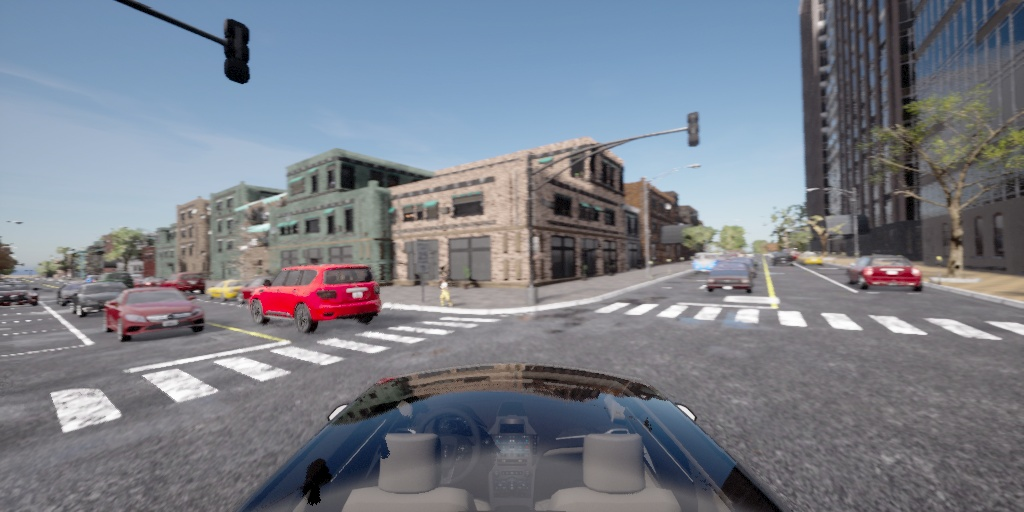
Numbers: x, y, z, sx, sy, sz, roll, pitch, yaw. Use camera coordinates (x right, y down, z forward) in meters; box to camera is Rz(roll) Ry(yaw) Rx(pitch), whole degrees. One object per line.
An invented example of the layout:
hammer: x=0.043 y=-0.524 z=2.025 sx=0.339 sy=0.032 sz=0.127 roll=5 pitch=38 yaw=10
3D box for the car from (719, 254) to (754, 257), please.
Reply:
car: x=16.899 y=0.809 z=26.482 sx=2.033 sy=1.411 sz=5.357 roll=-2 pitch=0 yaw=35

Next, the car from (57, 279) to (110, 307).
car: x=-28.898 y=2.506 z=24.012 sx=5.357 sy=1.411 sz=2.033 roll=-2 pitch=-1 yaw=36

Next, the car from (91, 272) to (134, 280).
car: x=-38.757 y=2.666 z=34.986 sx=5.566 sy=2.045 sz=2.150 roll=-2 pitch=-1 yaw=35

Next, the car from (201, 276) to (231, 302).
car: x=-18.568 y=2.178 z=23.735 sx=4.829 sy=1.417 sz=1.751 roll=0 pitch=0 yaw=36

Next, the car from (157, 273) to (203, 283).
car: x=-27.450 y=2.346 z=30.088 sx=5.009 sy=1.841 sz=2.192 roll=0 pitch=0 yaw=36

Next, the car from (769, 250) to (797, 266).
car: x=30.573 y=0.368 z=40.555 sx=1.837 sy=1.490 sz=4.892 roll=-2 pitch=0 yaw=35

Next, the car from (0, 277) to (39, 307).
car: x=-32.323 y=2.483 z=23.271 sx=4.097 sy=1.591 sz=1.967 roll=0 pitch=0 yaw=36

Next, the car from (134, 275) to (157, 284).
car: x=-36.469 y=2.849 z=36.541 sx=4.097 sy=1.591 sz=1.967 roll=0 pitch=0 yaw=36

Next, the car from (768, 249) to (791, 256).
car: x=36.313 y=0.189 z=48.987 sx=2.128 sy=1.511 sz=4.902 roll=-2 pitch=0 yaw=35

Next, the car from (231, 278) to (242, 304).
car: x=-13.919 y=1.904 z=20.410 sx=4.097 sy=1.591 sz=1.967 roll=0 pitch=0 yaw=36

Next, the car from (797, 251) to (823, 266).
car: x=33.106 y=0.316 z=39.630 sx=1.751 sy=1.417 sz=4.829 roll=0 pitch=0 yaw=35

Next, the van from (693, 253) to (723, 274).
van: x=16.661 y=0.612 z=30.657 sx=1.690 sy=1.789 sz=3.998 roll=0 pitch=0 yaw=35

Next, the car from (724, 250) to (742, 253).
car: x=32.457 y=0.130 z=53.372 sx=2.192 sy=1.841 sz=5.009 roll=0 pitch=0 yaw=35

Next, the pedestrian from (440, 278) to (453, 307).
pedestrian: x=-2.725 y=1.461 z=14.830 sx=0.375 sy=1.300 sz=0.375 roll=-2 pitch=0 yaw=36

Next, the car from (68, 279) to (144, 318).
car: x=-20.257 y=2.101 z=17.821 sx=4.892 sy=1.490 sz=1.837 roll=-2 pitch=-1 yaw=35

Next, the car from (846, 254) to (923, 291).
car: x=17.210 y=0.686 z=16.772 sx=1.967 sy=1.591 sz=4.097 roll=0 pitch=0 yaw=35

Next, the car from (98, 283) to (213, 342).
car: x=-11.801 y=1.768 z=11.766 sx=4.674 sy=1.442 sz=1.812 roll=-2 pitch=-1 yaw=36

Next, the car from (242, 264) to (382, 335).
car: x=-6.782 y=1.334 z=12.237 sx=5.566 sy=2.045 sz=2.150 roll=-2 pitch=-1 yaw=35

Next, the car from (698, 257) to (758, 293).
car: x=11.078 y=0.977 z=18.123 sx=2.033 sy=1.411 sz=5.357 roll=-2 pitch=0 yaw=35
